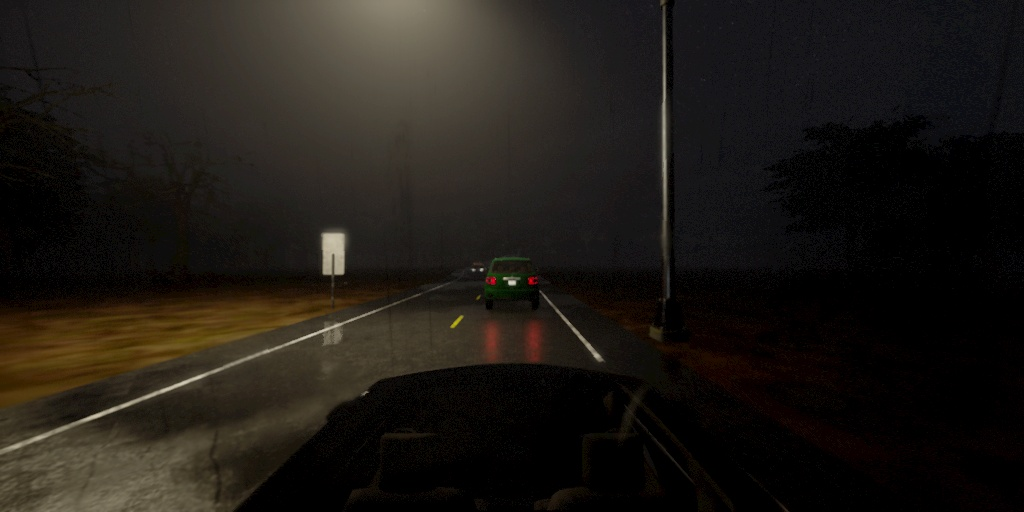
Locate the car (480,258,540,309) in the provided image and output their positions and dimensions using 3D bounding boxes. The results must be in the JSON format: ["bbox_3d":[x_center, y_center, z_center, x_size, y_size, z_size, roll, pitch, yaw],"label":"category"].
[{"bbox_3d":[0.005,1.103,15.884,2.150,2.045,5.566,0,0,0],"label":"car"}]
